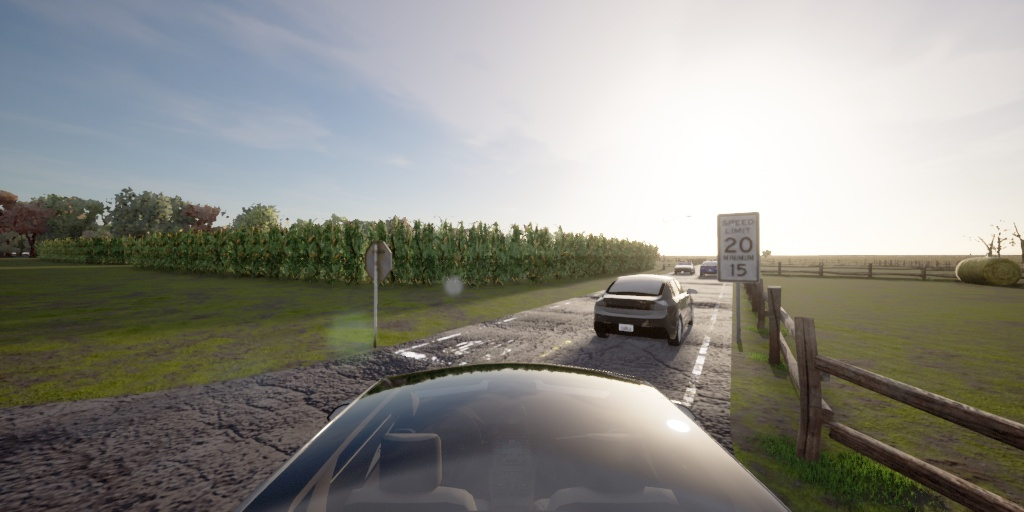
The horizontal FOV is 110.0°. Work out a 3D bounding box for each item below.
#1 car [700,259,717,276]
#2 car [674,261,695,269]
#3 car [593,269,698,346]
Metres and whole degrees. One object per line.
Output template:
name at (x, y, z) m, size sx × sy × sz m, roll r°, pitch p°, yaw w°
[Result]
car at (20.173, 1.237, 36.224) m, size 1.882 × 1.535 × 5.008 m, roll 0°, pitch 0°, yaw 32°
car at (19.808, 1.323, 40.971) m, size 2.033 × 1.411 × 5.357 m, roll 0°, pitch 0°, yaw 32°
car at (3.659, 1.257, 9.571) m, size 1.837 × 1.490 × 4.892 m, roll 0°, pitch 0°, yaw 32°
